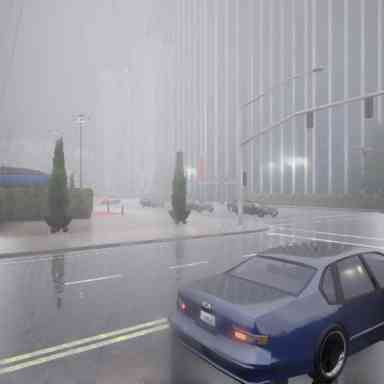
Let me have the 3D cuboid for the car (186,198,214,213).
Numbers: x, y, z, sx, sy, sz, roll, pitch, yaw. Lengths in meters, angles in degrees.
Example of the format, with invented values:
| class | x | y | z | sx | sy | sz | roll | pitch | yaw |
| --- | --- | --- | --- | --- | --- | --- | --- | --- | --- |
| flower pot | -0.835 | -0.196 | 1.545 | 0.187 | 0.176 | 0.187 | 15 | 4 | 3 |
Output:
| class | x | y | z | sx | sy | sz | roll | pitch | yaw |
| --- | --- | --- | --- | --- | --- | --- | --- | --- | --- |
| car | 0.521 | 1.526 | 38.149 | 1.812 | 1.442 | 4.674 | 0 | 0 | -36 |

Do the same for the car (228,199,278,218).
| class | x | y | z | sx | sy | sz | roll | pitch | yaw |
| --- | --- | --- | --- | --- | --- | --- | --- | --- | --- |
| car | 5.809 | 1.526 | 30.752 | 1.812 | 1.442 | 4.674 | 0 | 0 | -34 |

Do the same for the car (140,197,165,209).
| class | x | y | z | sx | sy | sz | roll | pitch | yaw |
| --- | --- | --- | --- | --- | --- | --- | --- | --- | --- |
| car | -5.555 | 1.504 | 46.516 | 1.837 | 1.490 | 4.892 | 0 | 0 | -36 |

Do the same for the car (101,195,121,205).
| class | x | y | z | sx | sy | sz | roll | pitch | yaw |
| --- | --- | --- | --- | --- | --- | --- | --- | --- | --- |
| car | -14.291 | 1.351 | 58.702 | 2.097 | 1.767 | 4.553 | 0 | 0 | -36 |

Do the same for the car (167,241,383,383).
| class | x | y | z | sx | sy | sz | roll | pitch | yaw |
| --- | --- | --- | --- | --- | --- | --- | --- | --- | --- |
| car | 2.243 | 1.547 | 5.402 | 5.357 | 1.411 | 2.033 | 0 | 0 | -35 |

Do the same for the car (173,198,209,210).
| class | x | y | z | sx | sy | sz | roll | pitch | yaw |
| --- | --- | --- | --- | --- | --- | --- | --- | --- | --- |
| car | -0.220 | 1.547 | 45.104 | 2.033 | 1.411 | 5.357 | 0 | 0 | -36 |

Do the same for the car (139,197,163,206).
| class | x | y | z | sx | sy | sz | roll | pitch | yaw |
| --- | --- | --- | --- | --- | --- | --- | --- | --- | --- |
| car | -6.782 | 1.526 | 54.204 | 1.812 | 1.442 | 4.674 | 0 | 0 | -36 |
